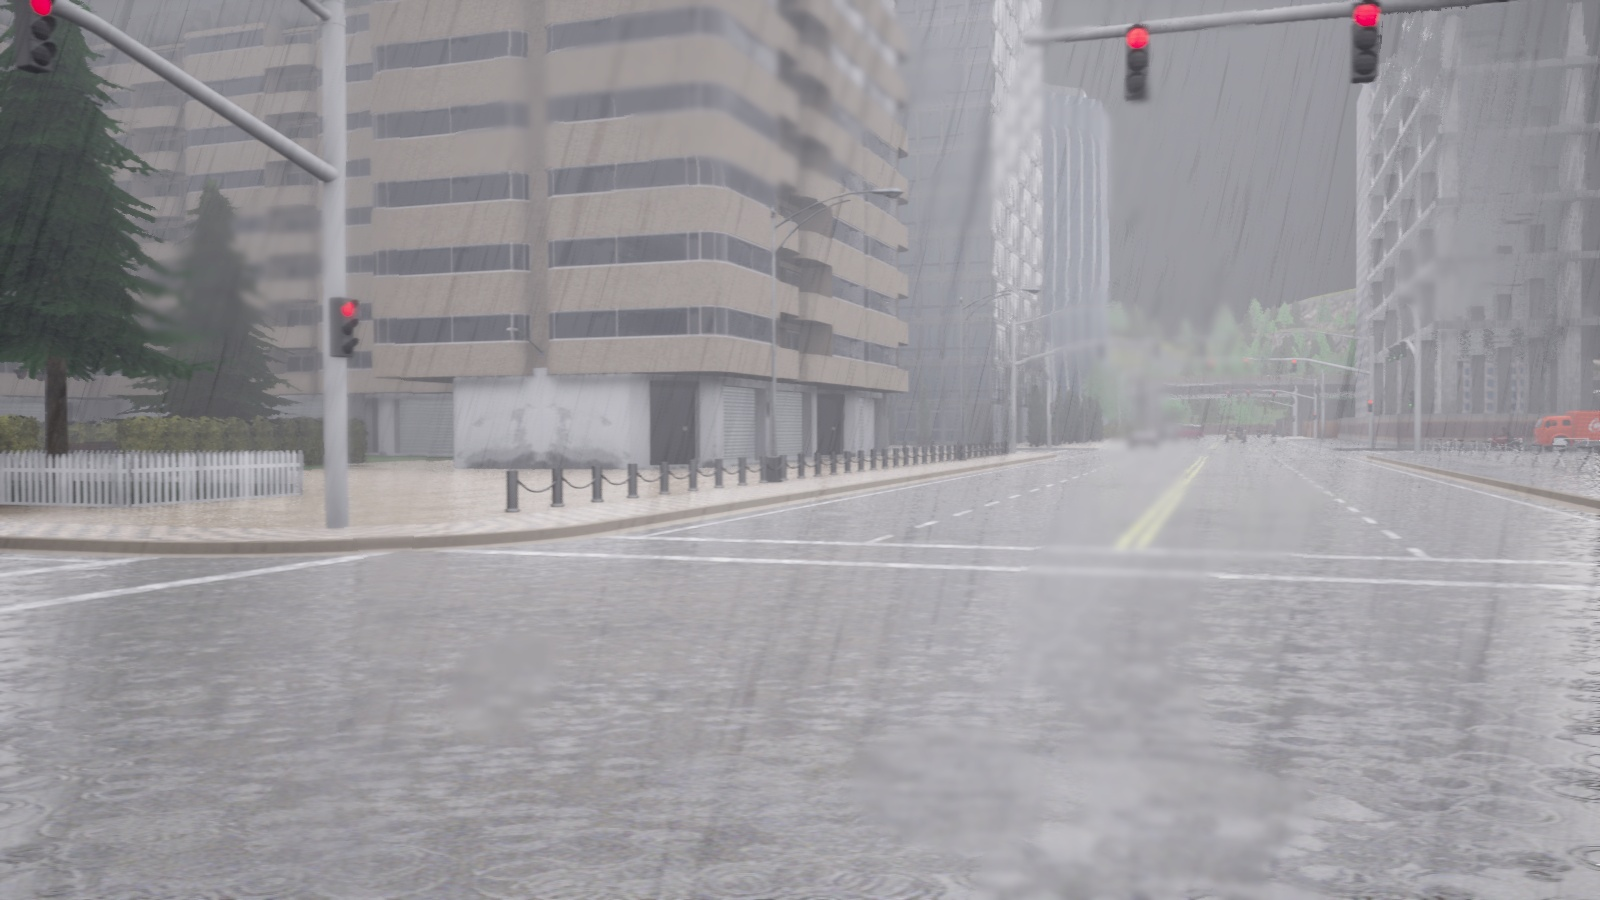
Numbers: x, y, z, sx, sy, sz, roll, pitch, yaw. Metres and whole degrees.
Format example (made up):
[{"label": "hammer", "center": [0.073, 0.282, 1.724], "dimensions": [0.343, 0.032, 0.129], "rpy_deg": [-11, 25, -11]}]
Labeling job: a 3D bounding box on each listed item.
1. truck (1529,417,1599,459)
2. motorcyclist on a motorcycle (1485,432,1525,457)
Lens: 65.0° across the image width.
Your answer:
[{"label": "truck", "center": [46.479, -0.735, 74.449], "dimensions": [5.204, 2.467, 2.627], "rpy_deg": [0, 1, 19]}, {"label": "motorcyclist on a motorcycle", "center": [44.287, -0.344, 78.897], "dimensions": [2.044, 1.523, 0.797], "rpy_deg": [1, 1, 19]}]
